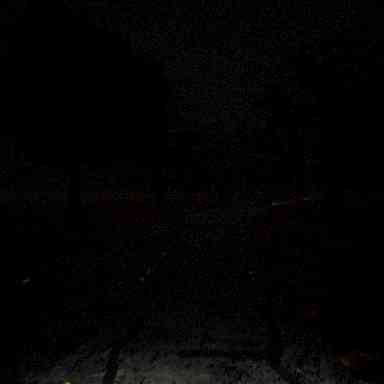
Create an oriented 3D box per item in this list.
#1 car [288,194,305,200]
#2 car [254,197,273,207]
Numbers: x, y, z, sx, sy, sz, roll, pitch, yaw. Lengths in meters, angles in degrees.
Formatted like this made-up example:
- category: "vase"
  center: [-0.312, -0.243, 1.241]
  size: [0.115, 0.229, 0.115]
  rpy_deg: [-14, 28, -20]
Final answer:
- category: "car"
  center: [21.203, 0.982, 67.457]
  size: [1.895, 1.301, 4.718]
  rpy_deg: [0, 1, 38]
- category: "car"
  center: [10.738, 1.458, 49.666]
  size: [1.895, 1.301, 4.718]
  rpy_deg: [0, 0, 25]
